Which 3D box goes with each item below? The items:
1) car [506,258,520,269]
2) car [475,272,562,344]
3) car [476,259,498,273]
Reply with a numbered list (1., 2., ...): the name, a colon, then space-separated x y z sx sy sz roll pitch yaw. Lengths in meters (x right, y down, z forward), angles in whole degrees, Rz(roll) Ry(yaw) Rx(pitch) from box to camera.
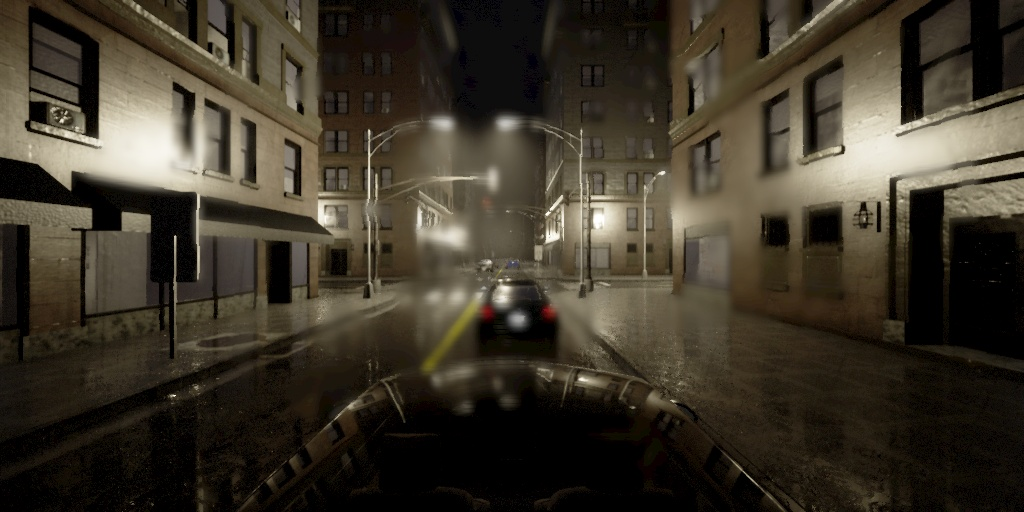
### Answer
1. car: 0.122 1.060 57.441 2.097 1.767 4.553 0 0 0
2. car: 0.117 1.309 9.591 1.994 1.385 4.181 0 0 -1
3. car: -3.078 1.216 41.949 2.128 1.511 4.902 0 0 0
